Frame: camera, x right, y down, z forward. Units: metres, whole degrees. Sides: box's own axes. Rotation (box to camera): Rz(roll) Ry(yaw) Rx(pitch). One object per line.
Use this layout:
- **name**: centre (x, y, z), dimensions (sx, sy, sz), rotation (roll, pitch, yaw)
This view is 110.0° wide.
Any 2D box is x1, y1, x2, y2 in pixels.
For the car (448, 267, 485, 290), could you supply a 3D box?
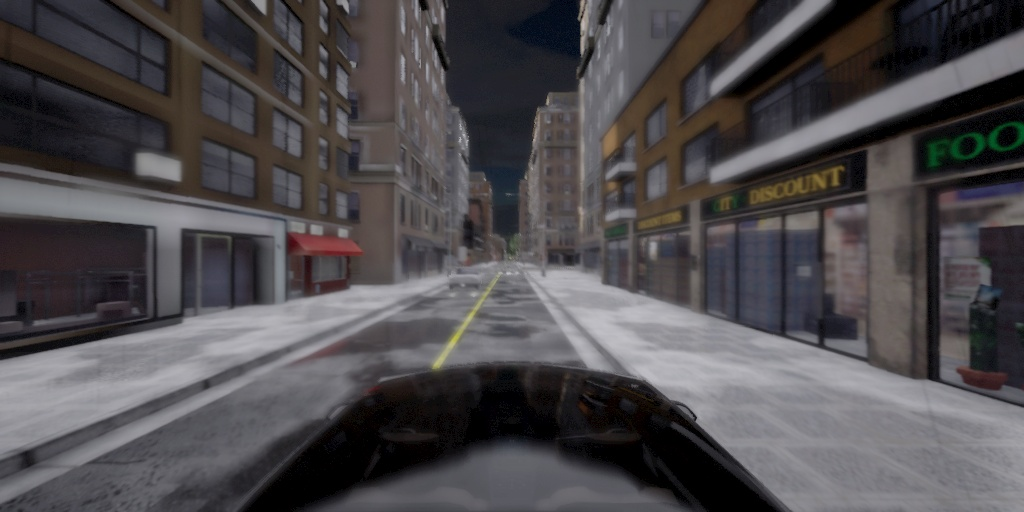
- **car**: centre (-2.848, 1.424, 23.188), dimensions (1.895, 1.301, 4.718), rotation (0, 0, 0)
